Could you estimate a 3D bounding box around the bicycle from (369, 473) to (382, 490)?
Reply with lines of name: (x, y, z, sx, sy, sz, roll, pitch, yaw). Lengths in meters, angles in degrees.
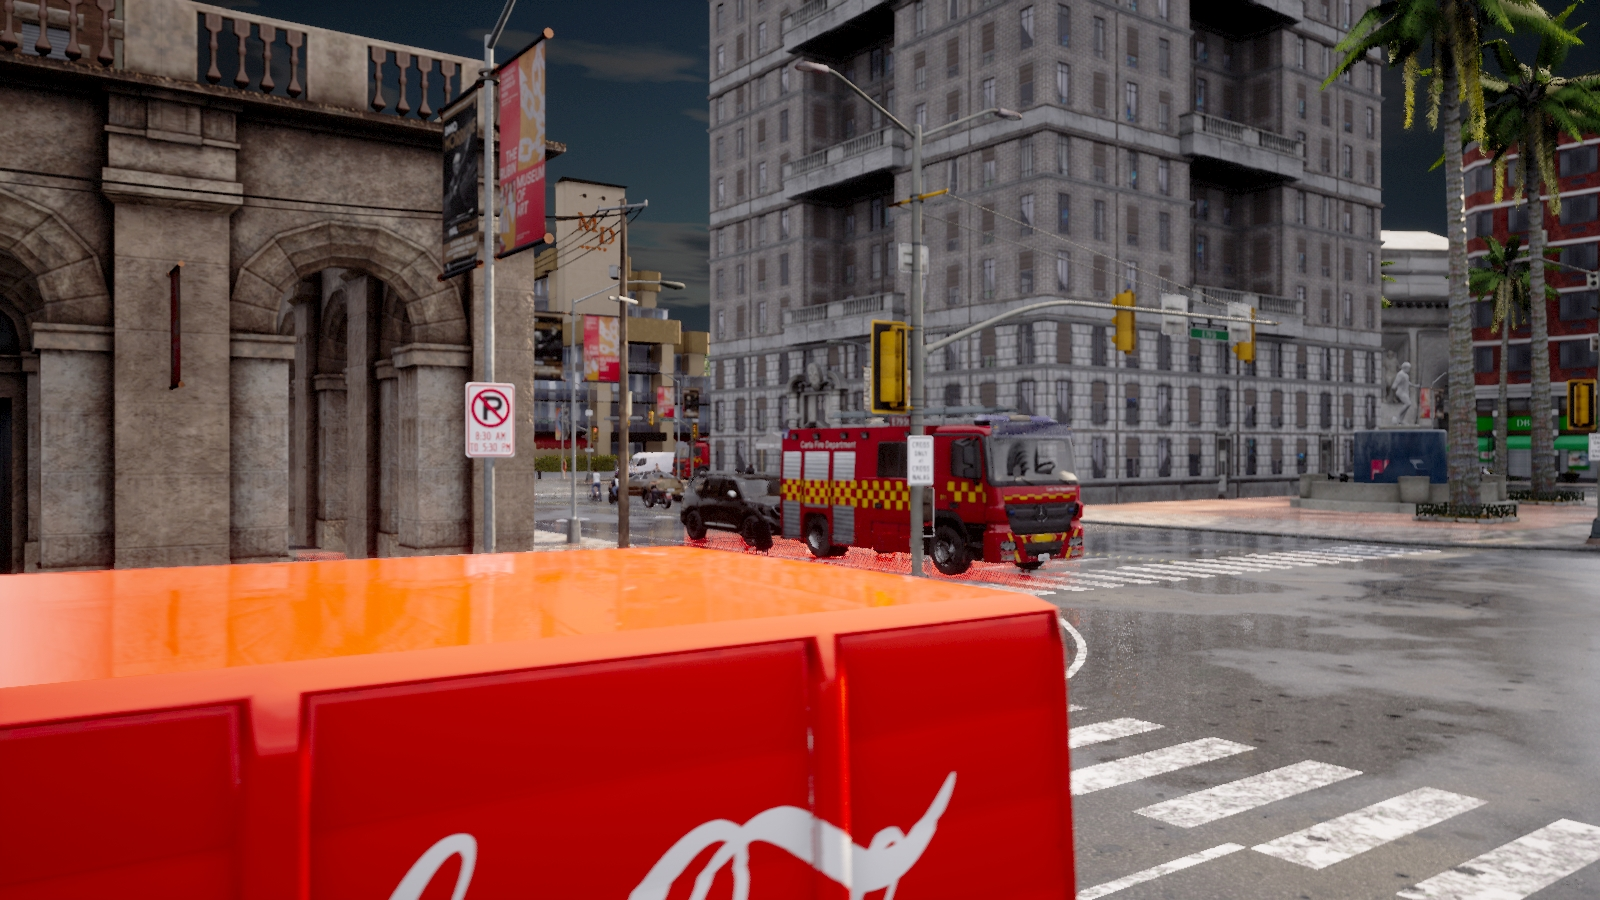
bicycle: (-29.634, 2.196, 79.713, 0.329, 1.171, 1.835, 0, 0, -37)

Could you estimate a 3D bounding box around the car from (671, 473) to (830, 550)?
car: (-1.619, 1.767, 34.863, 2.150, 2.045, 5.566, 0, 0, -35)

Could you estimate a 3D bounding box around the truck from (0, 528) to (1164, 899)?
truck: (-2.000, 1.569, 2.378, 5.204, 2.467, 2.627, 0, 0, -35)

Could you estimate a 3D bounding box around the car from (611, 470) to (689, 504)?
car: (-8.211, 1.973, 62.259, 2.152, 1.651, 5.027, 0, 0, -35)

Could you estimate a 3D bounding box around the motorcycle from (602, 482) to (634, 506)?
motorcycle: (-9.213, 2.196, 57.798, 0.803, 1.145, 2.033, 0, 0, -36)

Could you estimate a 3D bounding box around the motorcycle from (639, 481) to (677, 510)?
motorcycle: (-6.767, 2.153, 54.369, 0.764, 1.277, 2.356, 0, 0, -35)

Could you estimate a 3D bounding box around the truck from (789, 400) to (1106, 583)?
truck: (3.272, 0.878, 28.227, 2.891, 3.827, 8.468, 0, 0, -34)

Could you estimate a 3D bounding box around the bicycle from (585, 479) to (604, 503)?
bicycle: (-11.030, 2.188, 61.250, 0.373, 1.196, 1.643, 0, 0, -35)

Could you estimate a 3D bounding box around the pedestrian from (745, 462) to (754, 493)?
pedestrian: (-3.077, 1.671, 69.984, 0.375, 1.860, 0.375, 0, 0, -39)
